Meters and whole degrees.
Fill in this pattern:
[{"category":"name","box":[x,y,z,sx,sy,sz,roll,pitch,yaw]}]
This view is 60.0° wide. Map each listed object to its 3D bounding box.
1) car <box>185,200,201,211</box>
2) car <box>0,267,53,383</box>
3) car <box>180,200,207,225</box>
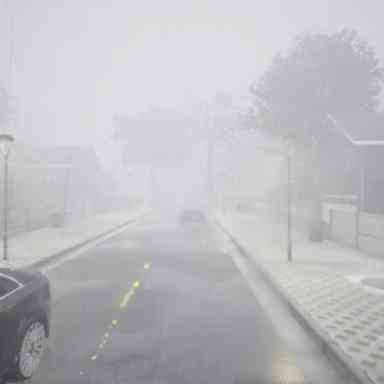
[{"category":"car","box":[0.109,1.700,42.606,1.895,1.301,4.718,0,0,0]},{"category":"car","box":[-2.830,1.497,2.640,2.128,1.511,4.902,0,0,0]},{"category":"car","box":[0.092,1.582,24.292,1.812,1.442,4.674,0,0,0]}]
